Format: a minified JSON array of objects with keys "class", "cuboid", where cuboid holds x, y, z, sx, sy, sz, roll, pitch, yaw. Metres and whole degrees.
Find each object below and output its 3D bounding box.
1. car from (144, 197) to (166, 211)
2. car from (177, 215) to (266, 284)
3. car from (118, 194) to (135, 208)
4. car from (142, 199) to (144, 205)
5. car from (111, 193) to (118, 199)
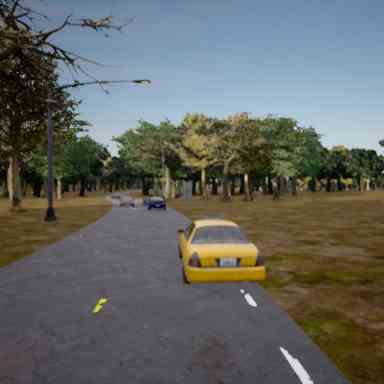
[{"class":"car","cuboid":[-4.114,1.269,37.935,1.882,1.535,5.008,0,0,-11]},{"class":"car","cuboid":[0.568,1.415,9.441,1.801,1.575,5.366,0,0,-4]},{"class":"car","cuboid":[-8.471,1.278,43.550,1.812,1.442,4.674,0,1,-12]},{"class":"car","cuboid":[-6.046,1.309,47.791,1.895,1.301,4.718,0,1,-13]},{"class":"car","cuboid":[-17.972,0.943,78.273,2.033,1.411,5.357,0,1,-17]}]
